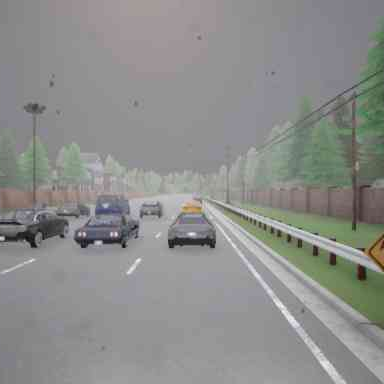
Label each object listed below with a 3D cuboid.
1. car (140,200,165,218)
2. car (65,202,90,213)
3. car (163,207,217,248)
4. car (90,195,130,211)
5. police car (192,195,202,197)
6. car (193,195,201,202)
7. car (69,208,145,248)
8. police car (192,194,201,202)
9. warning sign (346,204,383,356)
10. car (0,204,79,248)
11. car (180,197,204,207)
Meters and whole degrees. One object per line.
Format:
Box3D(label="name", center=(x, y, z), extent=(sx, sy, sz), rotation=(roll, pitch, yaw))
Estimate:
Box3D(label="car", center=(-3.500, 1.495, 29.650), extent=(2.128, 1.511, 4.902), rotation=(0, 0, 0))
Box3D(label="car", center=(-10.500, 1.573, 29.650), extent=(1.994, 1.385, 4.181), rotation=(0, 0, 0))
Box3D(label="car", center=(0.000, 1.573, 14.650), extent=(1.994, 1.385, 4.181), rotation=(0, 0, 0))
Box3D(label="car", center=(-7.000, 1.258, 29.680), extent=(2.150, 2.045, 5.566), rotation=(0, 0, 0))
Box3D(label="police car", center=(1.050, 1.425, 64.764), extent=(1.930, 1.638, 5.238), rotation=(0, 0, 0))
Box3D(label="car", center=(1.050, 1.510, 74.654), extent=(1.837, 1.490, 4.892), rotation=(0, 0, 0))
Box3D(label="car", center=(-3.500, 1.616, 14.680), extent=(1.895, 1.301, 4.718), rotation=(0, 0, 0))
Box3D(label="police car", center=(1.050, 1.426, 80.764), extent=(1.930, 1.638, 5.238), rotation=(0, 0, 0))
Box3D(label="warning sign", center=(3.050, 1.114, 4.654), extent=(1.300, 1.860, 1.060), rotation=(0, 0, 0))
Box3D(label="car", center=(-7.000, 1.495, 14.650), extent=(2.128, 1.511, 4.902), rotation=(0, 0, 0))
Box3D(label="car", center=(0.000, 1.485, 29.650), extent=(1.882, 1.535, 5.008), rotation=(0, 0, 0))
